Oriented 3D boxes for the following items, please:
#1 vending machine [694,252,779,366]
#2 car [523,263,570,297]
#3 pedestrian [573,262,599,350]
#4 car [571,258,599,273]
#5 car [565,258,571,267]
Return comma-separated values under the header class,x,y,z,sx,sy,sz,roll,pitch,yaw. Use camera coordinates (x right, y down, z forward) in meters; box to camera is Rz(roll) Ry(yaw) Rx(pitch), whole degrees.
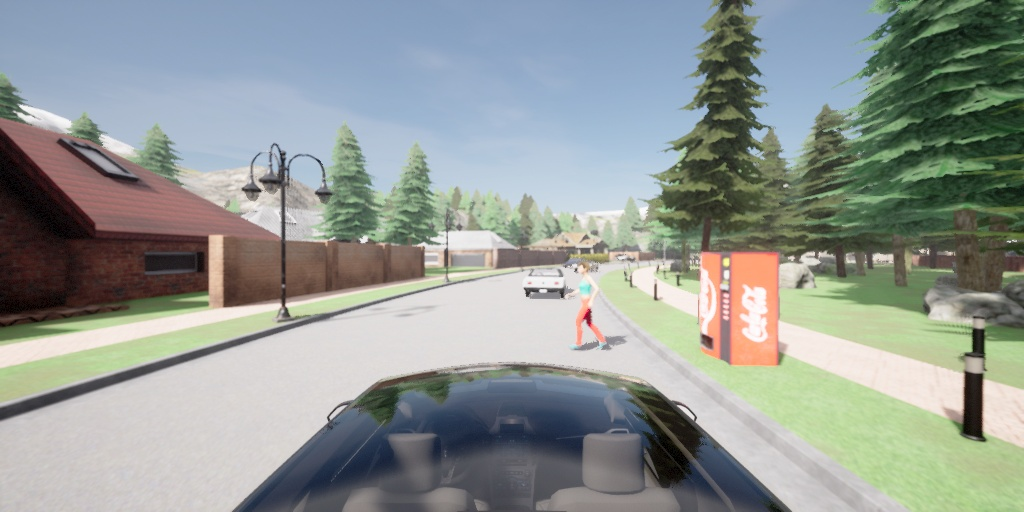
class,x,y,z,sx,sy,sz,roll,pitch,yaw
vending machine,4.039,0.912,6.481,1.100,2.100,0.880,0,0,4
car,1.785,1.230,18.015,1.895,1.301,4.718,0,0,10
pedestrian,1.524,1.002,7.395,0.375,1.860,0.375,0,0,4
car,8.067,1.080,38.586,1.895,1.301,4.718,0,0,23
car,8.495,0.956,47.940,2.033,1.411,5.357,0,0,28
